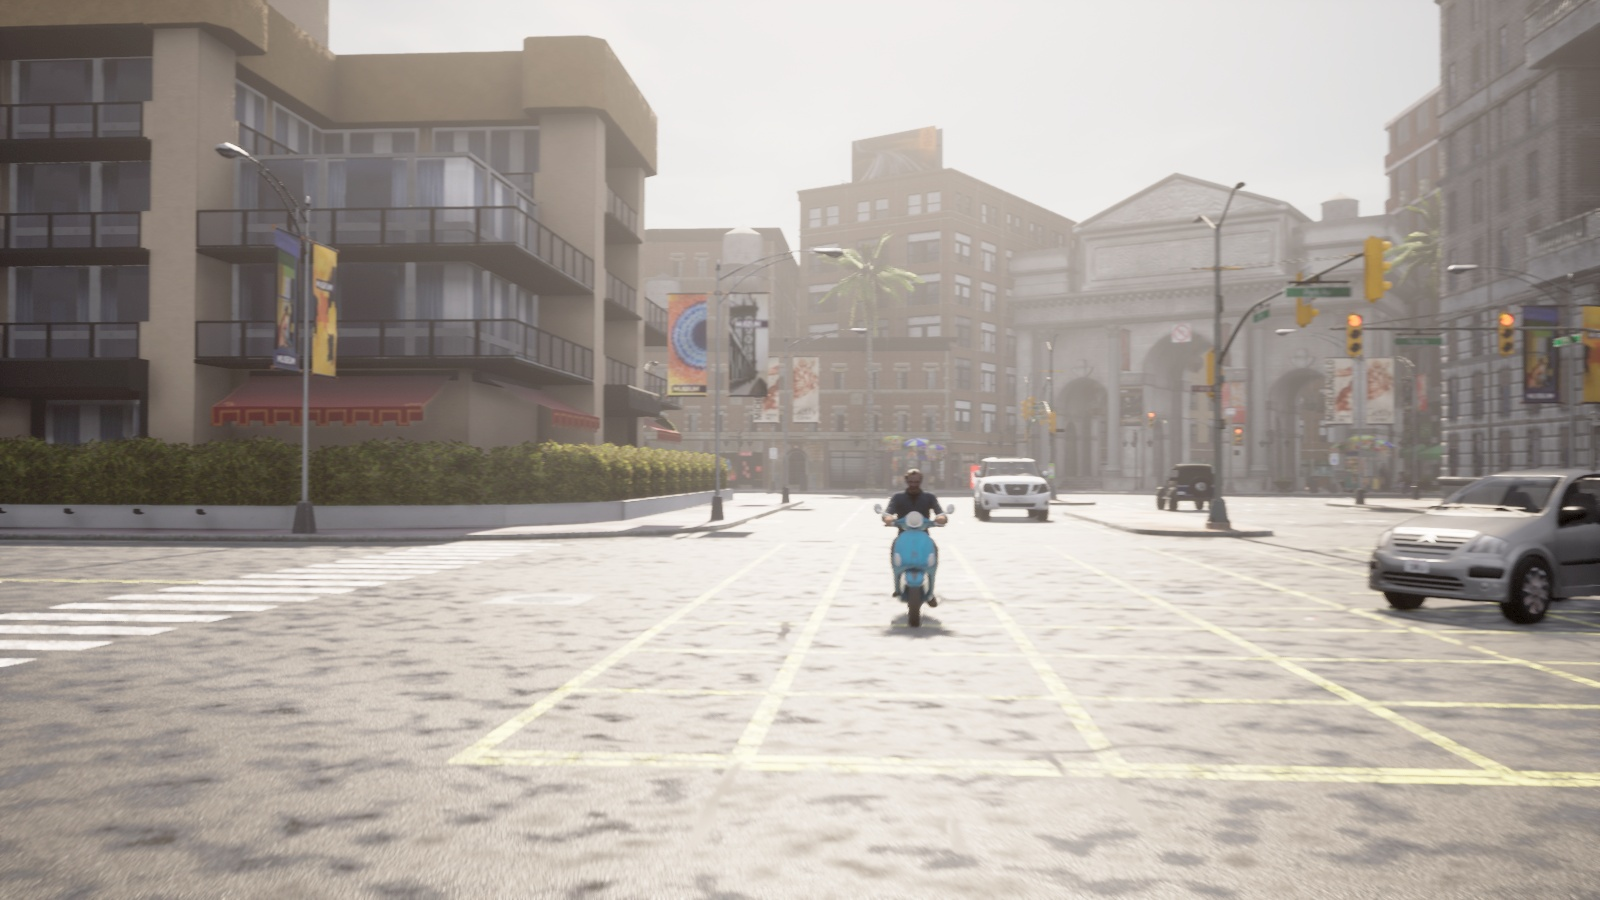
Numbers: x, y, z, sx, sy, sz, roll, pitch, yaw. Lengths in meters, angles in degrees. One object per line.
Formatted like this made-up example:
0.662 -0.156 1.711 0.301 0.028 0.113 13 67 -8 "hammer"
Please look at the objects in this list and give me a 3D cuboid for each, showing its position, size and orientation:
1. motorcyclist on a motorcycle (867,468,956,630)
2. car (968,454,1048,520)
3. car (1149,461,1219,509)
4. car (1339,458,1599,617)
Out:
1.166 0.985 13.278 0.866 1.590 1.817 0 -1 4 "motorcyclist on a motorcycle"
6.846 1.202 41.878 2.150 2.045 5.566 0 -1 4 "car"
15.565 1.388 51.027 1.905 1.878 3.866 0 -1 4 "car"
8.417 0.913 14.479 3.988 1.617 1.851 0 -1 -25 "car"
